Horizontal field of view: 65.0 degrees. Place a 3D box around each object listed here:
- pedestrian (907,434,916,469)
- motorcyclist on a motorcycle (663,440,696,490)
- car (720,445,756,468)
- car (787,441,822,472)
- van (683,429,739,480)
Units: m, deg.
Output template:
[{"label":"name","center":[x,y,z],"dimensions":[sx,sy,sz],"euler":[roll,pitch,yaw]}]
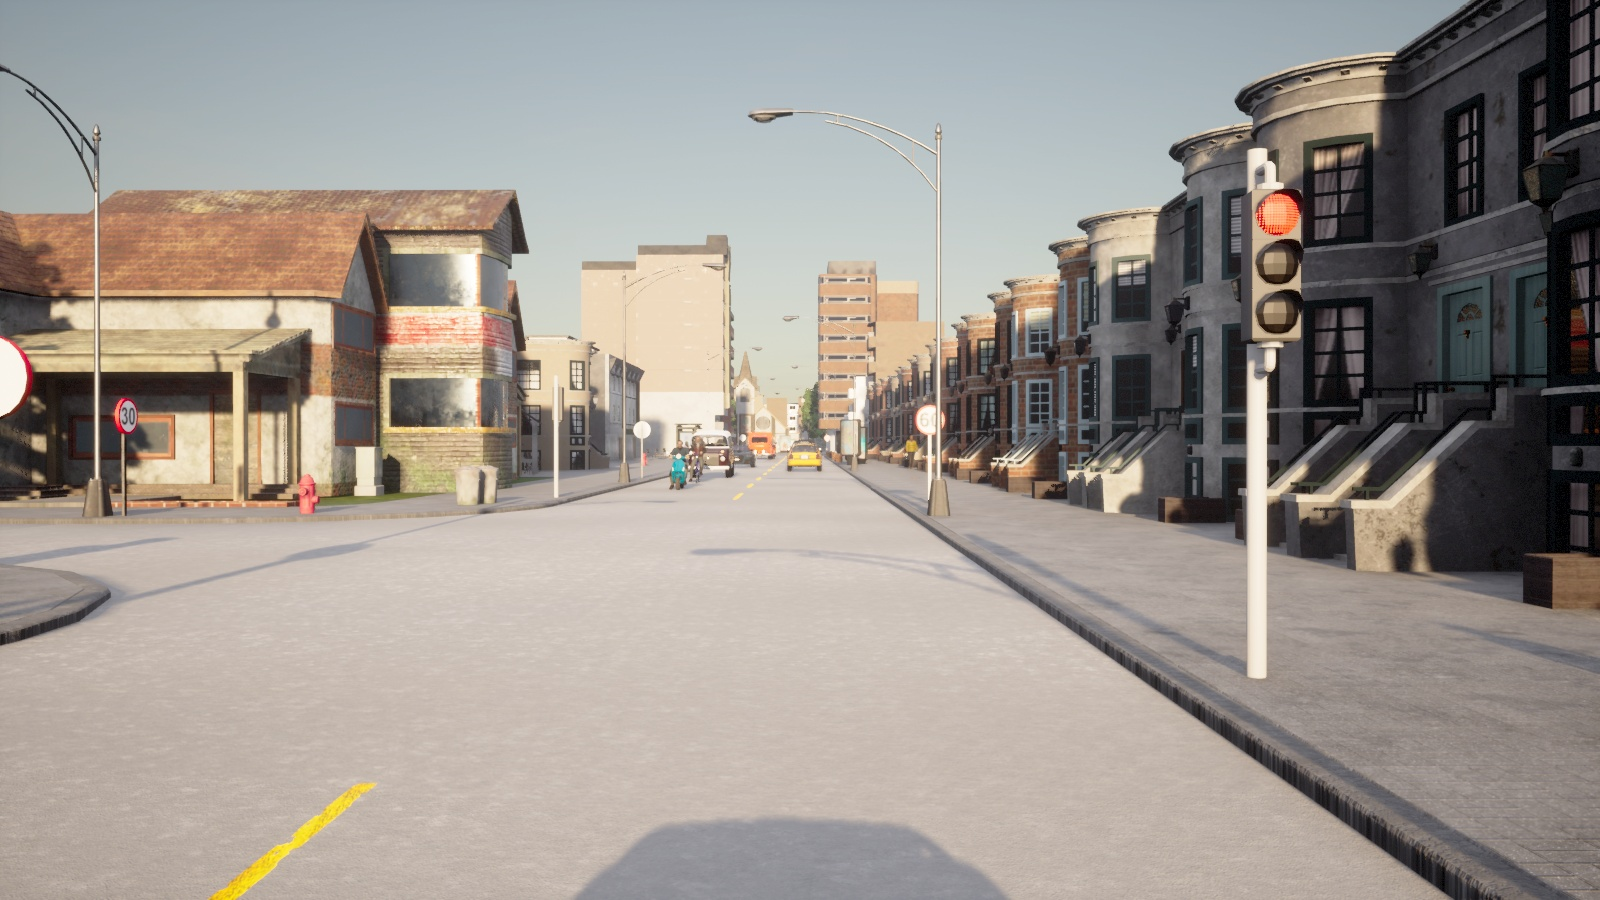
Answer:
[{"label":"pedestrian","center":[5.867,0.088,66.076],"dimensions":[0.431,1.840,0.709],"euler":[0,0,1]},{"label":"motorcyclist on a motorcycle","center":[-3.856,0.469,40.343],"dimensions":[0.866,1.590,1.817],"euler":[0,0,0]},{"label":"car","center":[-3.727,0.377,76.187],"dimensions":[1.994,1.385,4.181],"euler":[0,0,0]},{"label":"car","center":[0.241,0.306,67.288],"dimensions":[1.801,1.575,5.366],"euler":[0,0,0]},{"label":"van","center":[-3.807,0.148,54.397],"dimensions":[2.069,2.038,4.480],"euler":[0,2,0]}]
